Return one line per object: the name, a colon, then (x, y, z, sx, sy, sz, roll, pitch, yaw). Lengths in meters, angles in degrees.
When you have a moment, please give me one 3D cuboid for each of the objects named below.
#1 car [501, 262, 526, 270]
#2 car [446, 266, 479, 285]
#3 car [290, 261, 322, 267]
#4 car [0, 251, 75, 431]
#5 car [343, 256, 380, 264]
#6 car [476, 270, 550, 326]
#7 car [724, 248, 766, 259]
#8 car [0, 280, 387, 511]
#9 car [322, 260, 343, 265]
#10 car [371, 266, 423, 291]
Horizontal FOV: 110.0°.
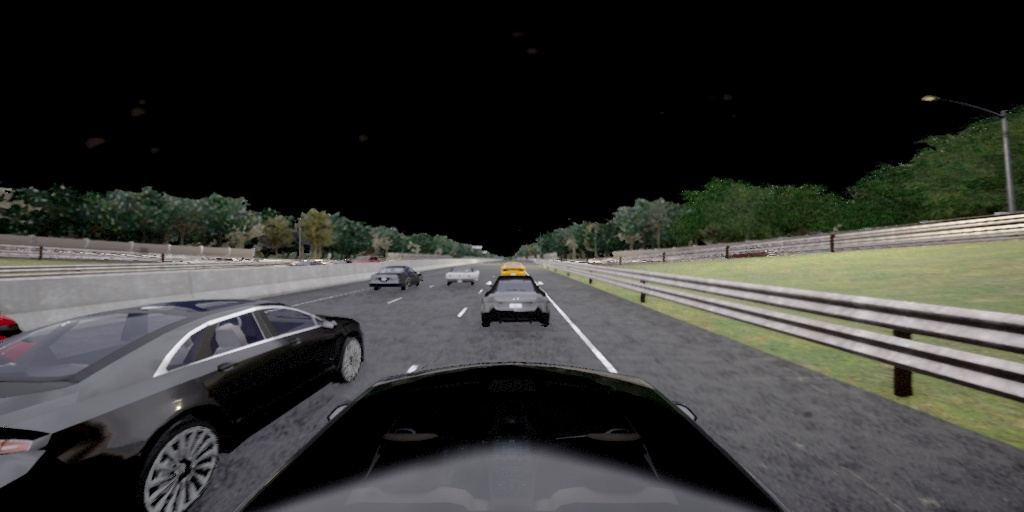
car: (0.097, 1.224, 28.976, 1.882, 1.535, 5.008, 0, 0, 0)
car: (-3.402, 1.345, 25.600, 1.895, 1.301, 4.718, 0, 0, 0)
car: (-24.591, 1.309, 43.093, 2.033, 1.411, 5.357, 0, 0, 0)
car: (-6.900, 0.972, 2.000, 2.150, 2.045, 5.566, 0, 0, 0)
car: (-17.594, 0.982, 43.028, 2.150, 2.045, 5.566, 0, 0, 0)
car: (0.099, 1.308, 11.660, 1.994, 1.385, 4.181, 0, 0, 0)
car: (27.506, -0.210, 42.477, 1.812, 1.442, 4.674, 0, -3, -14)
car: (-3.400, 1.240, 4.131, 2.128, 1.511, 4.902, 0, 0, 0)
car: (-21.089, 1.268, 44.532, 1.837, 1.490, 4.892, 0, 0, 0)
car: (-6.902, 1.291, 21.842, 2.033, 1.411, 5.357, 0, 0, 0)
